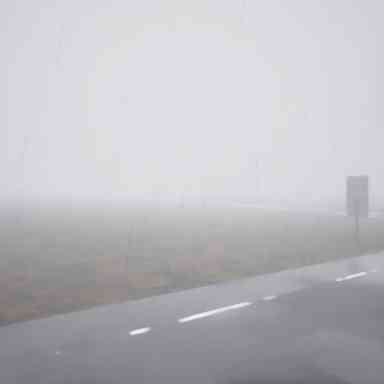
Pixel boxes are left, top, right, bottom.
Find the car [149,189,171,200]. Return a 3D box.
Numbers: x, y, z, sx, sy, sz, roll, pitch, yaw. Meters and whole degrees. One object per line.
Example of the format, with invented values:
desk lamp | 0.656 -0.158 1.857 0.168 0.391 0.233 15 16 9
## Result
car | -6.309 0.445 64.829 2.150 2.045 5.566 -1 1 -35
